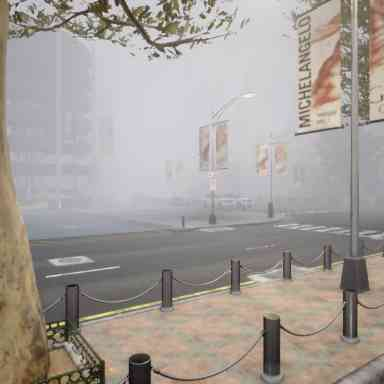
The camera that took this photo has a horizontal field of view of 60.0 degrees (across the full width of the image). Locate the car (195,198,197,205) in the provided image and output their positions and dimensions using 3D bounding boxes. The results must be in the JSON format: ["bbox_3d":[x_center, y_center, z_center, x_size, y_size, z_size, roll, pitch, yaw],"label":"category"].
[{"bbox_3d":[0.714,1.600,56.502,1.895,1.301,4.718,0,0,-37],"label":"car"}]

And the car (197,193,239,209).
[{"bbox_3d":[3.569,1.221,46.552,2.150,2.045,5.566,0,0,-35],"label":"car"}]

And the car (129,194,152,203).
[{"bbox_3d":[-11.237,1.355,72.586,4.553,1.767,2.097,0,0,26],"label":"car"}]

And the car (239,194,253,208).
[{"bbox_3d":[6.425,1.221,48.576,2.150,2.045,5.566,0,0,-35],"label":"car"}]

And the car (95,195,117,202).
[{"bbox_3d":[-20.478,1.449,76.304,4.892,1.490,1.837,0,0,12],"label":"car"}]

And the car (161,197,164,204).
[{"bbox_3d":[-5.765,1.601,63.974,4.718,1.301,1.895,0,0,43],"label":"car"}]

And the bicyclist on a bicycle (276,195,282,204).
[{"bbox_3d":[15.736,1.300,60.476,1.656,1.620,0.582,0,0,-36],"label":"bicyclist on a bicycle"}]

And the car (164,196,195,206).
[{"bbox_3d":[-2.147,1.505,54.463,1.837,1.490,4.892,0,0,-37],"label":"car"}]

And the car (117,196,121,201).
[{"bbox_3d":[-19.513,1.418,79.668,5.008,1.535,1.882,0,0,12],"label":"car"}]

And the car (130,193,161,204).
[{"bbox_3d":[-9.088,1.221,62.283,5.566,2.045,2.150,0,0,40],"label":"car"}]
